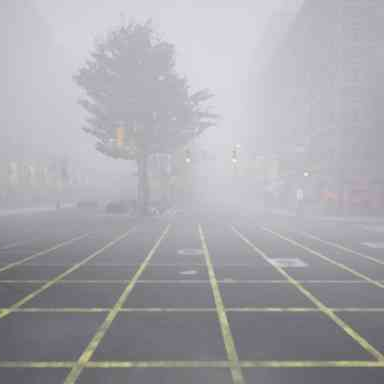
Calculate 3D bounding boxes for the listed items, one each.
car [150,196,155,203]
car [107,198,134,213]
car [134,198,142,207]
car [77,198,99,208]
[{"bbox_3d":[-8.071,1.493,62.197,2.033,1.411,5.357,0,0,0],"label":"car"},{"bbox_3d":[-8.139,1.441,37.296,1.882,1.535,5.008,0,0,0],"label":"car"},{"bbox_3d":[-8.135,1.520,47.343,1.994,1.385,4.181,0,0,0],"label":"car"},{"bbox_3d":[-14.802,1.544,47.434,1.895,1.301,4.718,0,0,0],"label":"car"}]
